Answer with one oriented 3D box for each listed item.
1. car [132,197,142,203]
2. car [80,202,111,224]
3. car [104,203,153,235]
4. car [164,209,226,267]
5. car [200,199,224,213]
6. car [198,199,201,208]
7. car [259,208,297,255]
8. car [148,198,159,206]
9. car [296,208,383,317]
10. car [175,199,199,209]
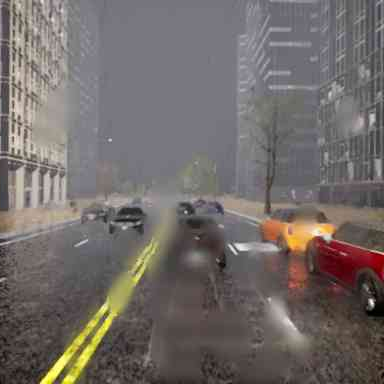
[{"bbox_3d":[-10.848,1.745,66.314,2.033,1.411,5.357,0,0,-6],"label":"car"},{"bbox_3d":[-7.001,1.537,25.217,2.128,1.511,4.902,0,0,-3],"label":"car"},{"bbox_3d":[-3.514,1.574,19.293,1.812,1.442,4.674,0,0,-2],"label":"car"},{"bbox_3d":[0.094,1.551,11.535,1.837,1.490,4.892,1,0,-1],"label":"car"},{"bbox_3d":[2.290,1.692,36.206,1.812,1.442,4.674,0,0,-4],"label":"car"},{"bbox_3d":[1.242,1.737,47.862,1.812,1.442,4.674,0,0,-6],"label":"car"},{"bbox_3d":[4.235,1.440,13.876,2.097,1.767,4.553,0,0,-1],"label":"car"},{"bbox_3d":[-6.923,1.807,60.215,1.895,1.301,4.718,0,0,-6],"label":"car"},{"bbox_3d":[4.284,1.416,7.781,2.097,1.767,4.553,0,0,0],"label":"car"},{"bbox_3d":[-0.673,1.650,31.948,1.812,1.442,4.674,0,0,-4],"label":"car"}]
